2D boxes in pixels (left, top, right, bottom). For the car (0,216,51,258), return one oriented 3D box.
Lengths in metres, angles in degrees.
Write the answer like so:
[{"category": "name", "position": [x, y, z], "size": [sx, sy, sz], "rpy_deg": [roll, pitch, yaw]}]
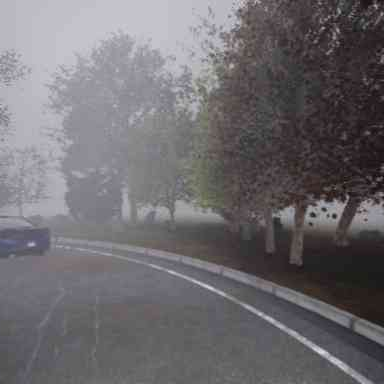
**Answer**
[{"category": "car", "position": [-7.363, 1.630, 12.424], "size": [5.008, 1.535, 1.882], "rpy_deg": [-1, -1, 34]}]
